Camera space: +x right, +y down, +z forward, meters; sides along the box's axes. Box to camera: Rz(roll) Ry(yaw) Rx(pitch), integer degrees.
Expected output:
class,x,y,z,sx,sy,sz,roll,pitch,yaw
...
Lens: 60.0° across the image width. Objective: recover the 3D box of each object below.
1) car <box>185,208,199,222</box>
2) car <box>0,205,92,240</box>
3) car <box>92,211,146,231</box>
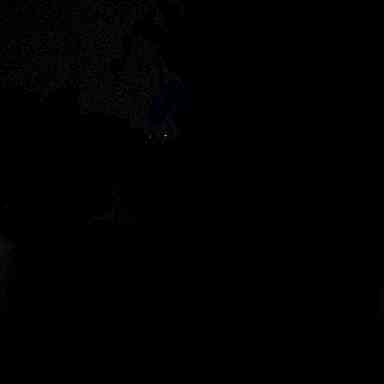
class,x,y,z,sx,sy,sz,roll,pitch,yaw
car,1.056,2.198,32.562,1.947,1.339,4.313,-1,-2,36
car,-8.653,1.642,19.060,2.192,1.841,5.009,-1,-2,36
car,-5.317,1.957,23.695,1.752,1.417,4.829,-1,-2,36
